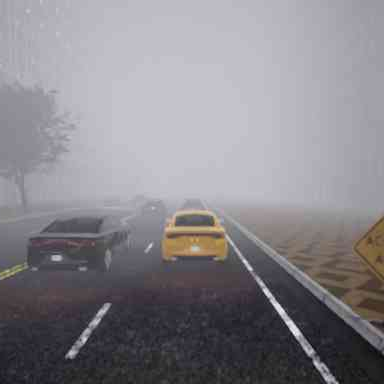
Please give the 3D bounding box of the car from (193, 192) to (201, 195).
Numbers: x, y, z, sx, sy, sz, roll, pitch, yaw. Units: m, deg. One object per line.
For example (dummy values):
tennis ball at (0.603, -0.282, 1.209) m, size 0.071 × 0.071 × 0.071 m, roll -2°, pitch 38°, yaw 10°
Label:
car at (1.138, 0.749, 70.721) m, size 1.812 × 1.442 × 4.674 m, roll 0°, pitch 1°, yaw 0°

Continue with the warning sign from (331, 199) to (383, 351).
warning sign at (2.865, 1.062, 4.694) m, size 1.300 × 1.860 × 1.060 m, roll 1°, pitch 2°, yaw 0°

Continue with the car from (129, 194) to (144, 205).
car at (-6.585, 1.048, 41.715) m, size 1.837 × 1.490 × 4.892 m, roll 0°, pitch 0°, yaw 0°

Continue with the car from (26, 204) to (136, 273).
car at (-3.166, 1.364, 10.280) m, size 1.882 × 1.535 × 5.008 m, roll 0°, pitch 1°, yaw 0°

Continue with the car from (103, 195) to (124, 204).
car at (-9.835, 1.104, 41.896) m, size 1.994 × 1.385 × 4.181 m, roll 0°, pitch 1°, yaw 0°

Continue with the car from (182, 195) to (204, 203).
car at (0.092, 1.245, 28.927) m, size 1.994 × 1.385 × 4.181 m, roll 0°, pitch 1°, yaw 0°

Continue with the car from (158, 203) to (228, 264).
car at (0.088, 1.351, 11.384) m, size 1.882 × 1.535 × 5.008 m, roll 0°, pitch 1°, yaw 0°

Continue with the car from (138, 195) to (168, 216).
car at (-3.157, 1.247, 28.810) m, size 1.994 × 1.385 × 4.181 m, roll 0°, pitch 1°, yaw 0°
